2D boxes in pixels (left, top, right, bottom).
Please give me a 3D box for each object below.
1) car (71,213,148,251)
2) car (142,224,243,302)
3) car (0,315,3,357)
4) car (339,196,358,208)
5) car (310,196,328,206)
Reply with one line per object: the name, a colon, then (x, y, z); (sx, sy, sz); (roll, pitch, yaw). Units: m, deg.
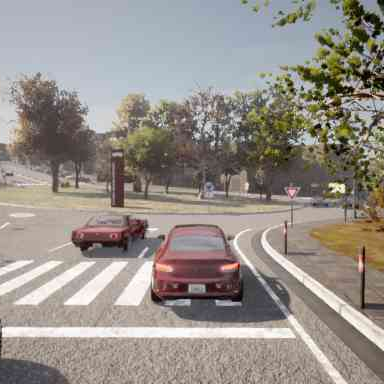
car: (-3.115, 1.531, 13.719); (1.895, 1.301, 4.718); (0, 1, 4)
car: (0.105, 1.498, 8.074); (1.812, 1.442, 4.674); (0, 0, 0)
car: (-3.398, 1.350, 2.291); (2.097, 1.767, 4.553); (0, 0, 0)
car: (19.651, 1.205, 41.789); (2.033, 1.411, 5.357); (1, 2, 19)
car: (17.220, 1.155, 45.167); (1.895, 1.301, 4.718); (1, 2, 15)
